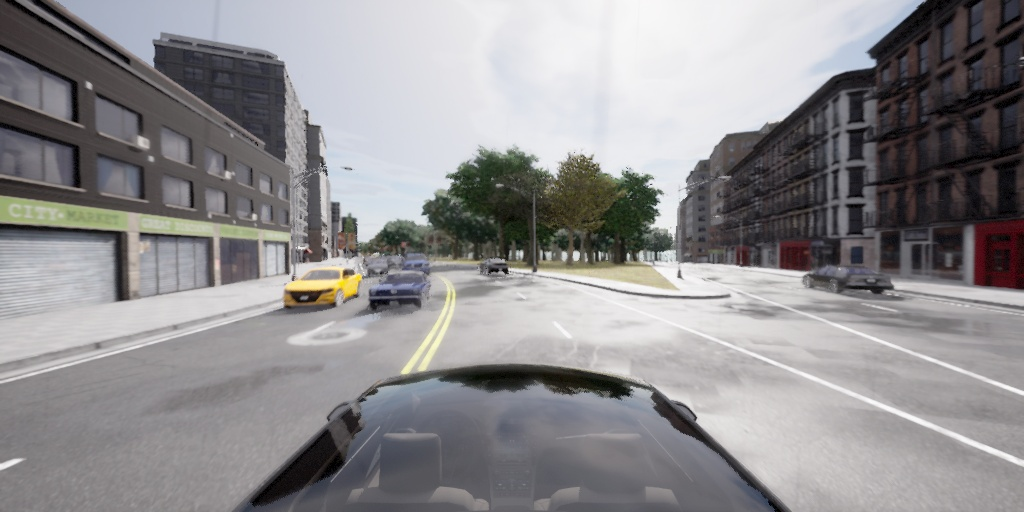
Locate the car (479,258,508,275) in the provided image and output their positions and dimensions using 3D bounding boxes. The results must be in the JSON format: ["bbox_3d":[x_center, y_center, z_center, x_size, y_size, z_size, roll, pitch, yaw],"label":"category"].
[{"bbox_3d":[-1.780,0.957,33.418,1.837,1.490,4.892,0,0,-19],"label":"car"}]

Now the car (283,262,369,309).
[{"bbox_3d":[-7.820,1.206,15.285,1.882,1.535,5.008,-1,1,-9],"label":"car"}]

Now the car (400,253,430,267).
[{"bbox_3d":[-9.004,0.784,33.589,2.150,2.045,5.566,-1,1,-19],"label":"car"}]

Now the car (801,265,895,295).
[{"bbox_3d":[17.400,1.188,18.893,2.033,1.411,5.357,0,0,19],"label":"car"}]

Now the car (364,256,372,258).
[{"bbox_3d":[-21.104,1.054,54.516,1.994,1.385,4.181,-1,1,-23],"label":"car"}]

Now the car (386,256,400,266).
[{"bbox_3d":[-17.836,0.935,55.144,2.128,1.511,4.902,-1,1,-23],"label":"car"}]

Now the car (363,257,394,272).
[{"bbox_3d":[-12.505,1.105,33.637,2.128,1.511,4.902,-1,1,-20],"label":"car"}]

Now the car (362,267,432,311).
[{"bbox_3d":[-4.374,1.301,14.567,1.895,1.301,4.718,-1,0,-8],"label":"car"}]
